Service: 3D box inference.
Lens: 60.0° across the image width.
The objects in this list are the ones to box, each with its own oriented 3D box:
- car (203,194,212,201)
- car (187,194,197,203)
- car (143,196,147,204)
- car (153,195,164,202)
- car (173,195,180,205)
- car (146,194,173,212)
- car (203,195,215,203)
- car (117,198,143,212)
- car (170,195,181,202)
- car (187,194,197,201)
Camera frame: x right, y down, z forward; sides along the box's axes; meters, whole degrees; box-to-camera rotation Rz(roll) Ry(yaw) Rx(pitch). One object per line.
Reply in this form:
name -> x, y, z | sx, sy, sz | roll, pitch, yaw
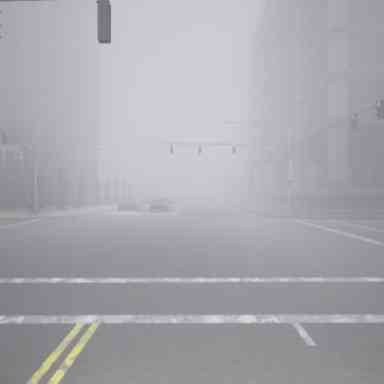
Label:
car -> 3.509, 1.297, 75.752 | 1.812, 1.442, 4.674 | 0, 0, 0
car -> 0.008, 1.308, 66.365 | 2.128, 1.511, 4.902 | 0, 0, 0
car -> -7.055, 1.355, 54.287 | 1.837, 1.490, 4.892 | 0, 0, 0
car -> -6.992, 1.295, 69.341 | 1.837, 1.490, 4.892 | 0, 0, 0
car -> -3.552, 1.397, 54.439 | 2.033, 1.411, 5.357 | 0, 0, 1
car -> -3.587, 1.374, 37.419 | 1.882, 1.535, 5.008 | 0, 1, 0
car -> 3.508, 1.307, 66.676 | 2.128, 1.511, 4.902 | 0, 0, 0
car -> -7.086, 1.460, 37.564 | 1.994, 1.385, 4.181 | 0, 0, 0
car -> -3.492, 1.333, 69.660 | 2.033, 1.411, 5.357 | 0, 0, 0
car -> 0.009, 1.298, 75.752 | 2.128, 1.511, 4.902 | 0, 0, 0
